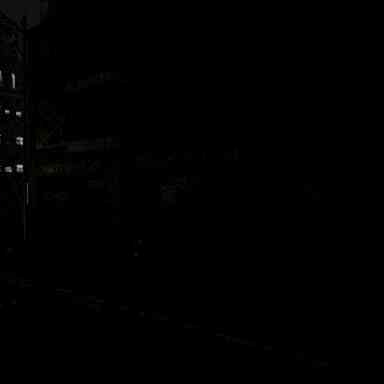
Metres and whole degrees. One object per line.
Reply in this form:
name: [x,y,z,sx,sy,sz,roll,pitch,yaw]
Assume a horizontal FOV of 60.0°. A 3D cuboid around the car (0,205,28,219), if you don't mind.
car: [-16.906,1.975,33.324,1.895,1.301,4.718,0,-1,34]
